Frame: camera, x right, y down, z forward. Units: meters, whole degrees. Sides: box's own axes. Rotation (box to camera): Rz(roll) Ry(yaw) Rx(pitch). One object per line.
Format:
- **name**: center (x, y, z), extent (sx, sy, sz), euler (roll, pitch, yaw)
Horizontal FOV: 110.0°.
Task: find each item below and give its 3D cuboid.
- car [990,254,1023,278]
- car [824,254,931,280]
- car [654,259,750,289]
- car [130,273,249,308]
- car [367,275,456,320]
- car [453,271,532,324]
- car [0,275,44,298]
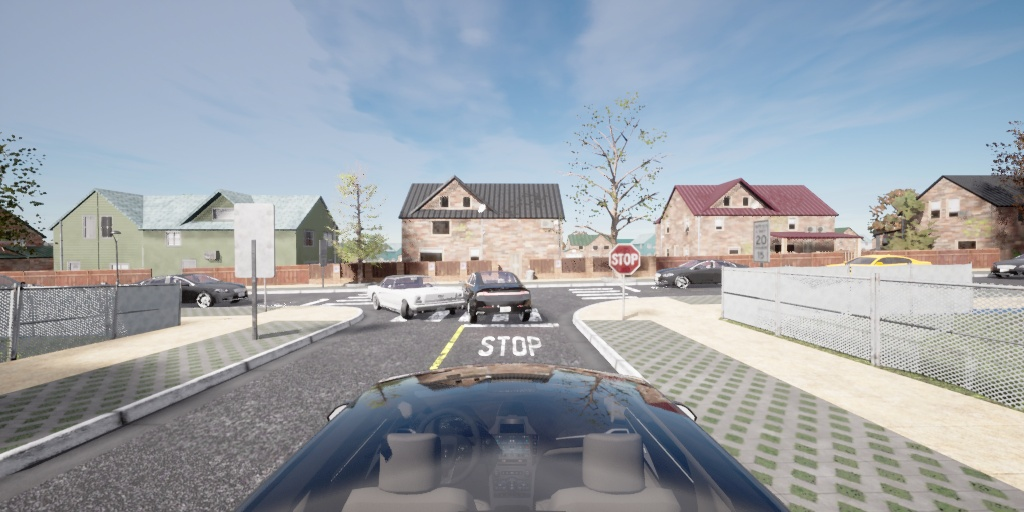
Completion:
- **car**: center (29.386, 0.478, 19.612), extent (4.902, 1.511, 2.128), euler (-1, 1, 0)
- **car**: center (19.761, 0.690, 19.576), extent (5.008, 1.535, 1.882), euler (-1, 1, -1)
- **car**: center (10.331, 0.925, 19.539), extent (4.902, 1.511, 2.128), euler (-1, 1, 0)
- **car**: center (-14.902, 1.566, 16.486), extent (4.902, 1.511, 2.128), euler (-1, 1, 0)
- **car**: center (-3.602, 1.367, 12.990), extent (1.895, 1.301, 4.718), euler (0, 0, -38)
- **car**: center (-0.685, 1.242, 12.131), extent (2.128, 1.511, 4.902), euler (0, 0, -12)
- **car**: center (-24.239, 1.648, 16.446), extent (4.553, 1.767, 2.097), euler (-1, 1, 0)
